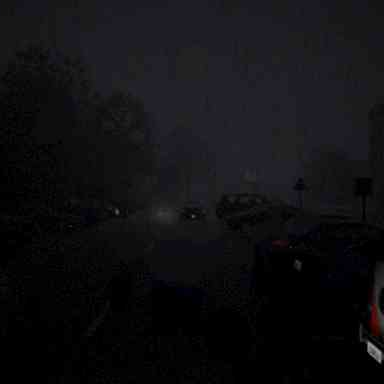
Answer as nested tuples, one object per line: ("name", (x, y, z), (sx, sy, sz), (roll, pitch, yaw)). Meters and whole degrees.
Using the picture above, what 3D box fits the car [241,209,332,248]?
("car", (4.411, 1.494, 12.275), (4.674, 1.452, 2.002), (0, 0, 0))

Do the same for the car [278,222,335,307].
("car", (4.441, 1.496, 6.623), (4.792, 1.488, 2.163), (0, 0, 0))

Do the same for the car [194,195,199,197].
("car", (-0.007, 1.446, 42.197), (1.895, 1.301, 4.718), (0, 0, -2))

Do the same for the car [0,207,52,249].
("car", (-8.156, 1.454, 12.188), (4.892, 1.521, 2.231), (0, 0, 0))

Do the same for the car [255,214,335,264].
("car", (4.407, 1.500, 9.449), (4.674, 1.452, 2.002), (0, 0, 0))

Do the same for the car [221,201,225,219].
("car", (4.407, 1.470, 20.754), (4.674, 1.452, 2.002), (0, 0, 0))

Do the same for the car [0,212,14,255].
("car", (-8.153, 1.459, 9.364), (5.008, 1.535, 2.097), (0, 0, 0))

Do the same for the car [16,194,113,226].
("car", (-8.141, 1.178, 20.534), (5.566, 2.045, 2.435), (0, 0, 0))

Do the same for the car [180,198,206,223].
("car", (0.087, 1.460, 24.882), (1.812, 1.442, 4.674), (0, 0, 0))

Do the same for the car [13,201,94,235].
("car", (-8.173, 1.439, 17.835), (4.892, 1.521, 2.231), (0, 0, 0))

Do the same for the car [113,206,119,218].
("car", (-8.109, 1.276, 26.315), (4.553, 1.767, 2.185), (0, -1, 0))

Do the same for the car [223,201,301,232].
("car", (4.411, 1.439, 17.926), (5.008, 1.535, 2.097), (0, 0, 0))

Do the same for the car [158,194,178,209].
("car", (-3.283, 1.334, 42.666), (2.128, 1.511, 4.902), (0, 0, 0))

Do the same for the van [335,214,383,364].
("van", (4.296, 1.246, 3.797), (4.442, 1.987, 1.878), (0, 0, 0))
